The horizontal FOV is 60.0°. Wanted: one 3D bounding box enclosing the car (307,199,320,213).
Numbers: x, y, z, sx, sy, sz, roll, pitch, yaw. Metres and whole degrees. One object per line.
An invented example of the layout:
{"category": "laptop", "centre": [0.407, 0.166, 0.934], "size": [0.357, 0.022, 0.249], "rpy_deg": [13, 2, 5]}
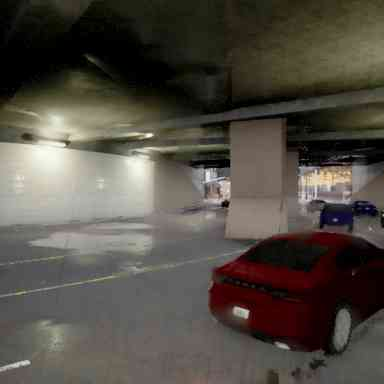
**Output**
{"category": "car", "centre": [13.669, 1.525, 36.170], "size": [1.812, 1.442, 4.674], "rpy_deg": [0, 0, 12]}

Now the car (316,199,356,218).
{"category": "car", "centre": [9.466, 1.477, 21.786], "size": [1.882, 1.535, 5.008], "rpy_deg": [0, 0, 25]}

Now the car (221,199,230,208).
{"category": "car", "centre": [5.352, 1.601, 48.015], "size": [1.895, 1.301, 4.718], "rpy_deg": [0, 0, 13]}

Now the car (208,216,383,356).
{"category": "car", "centre": [2.461, 1.477, 6.236], "size": [5.008, 1.535, 1.882], "rpy_deg": [-1, 1, -43]}

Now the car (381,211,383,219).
{"category": "car", "centre": [12.014, 1.565, 18.987], "size": [1.994, 1.385, 4.181], "rpy_deg": [0, 0, 26]}

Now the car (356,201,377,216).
{"category": "car", "centre": [16.478, 1.548, 32.655], "size": [2.033, 1.411, 5.357], "rpy_deg": [0, 0, 12]}
